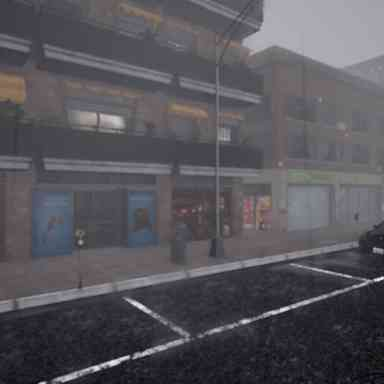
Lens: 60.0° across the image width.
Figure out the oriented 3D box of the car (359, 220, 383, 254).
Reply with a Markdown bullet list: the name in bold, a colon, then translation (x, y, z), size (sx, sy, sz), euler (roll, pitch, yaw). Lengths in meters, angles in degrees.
- **car**: translation (7.886, 1.548, 12.183), size (4.313, 1.339, 1.947), euler (0, 0, -35)
